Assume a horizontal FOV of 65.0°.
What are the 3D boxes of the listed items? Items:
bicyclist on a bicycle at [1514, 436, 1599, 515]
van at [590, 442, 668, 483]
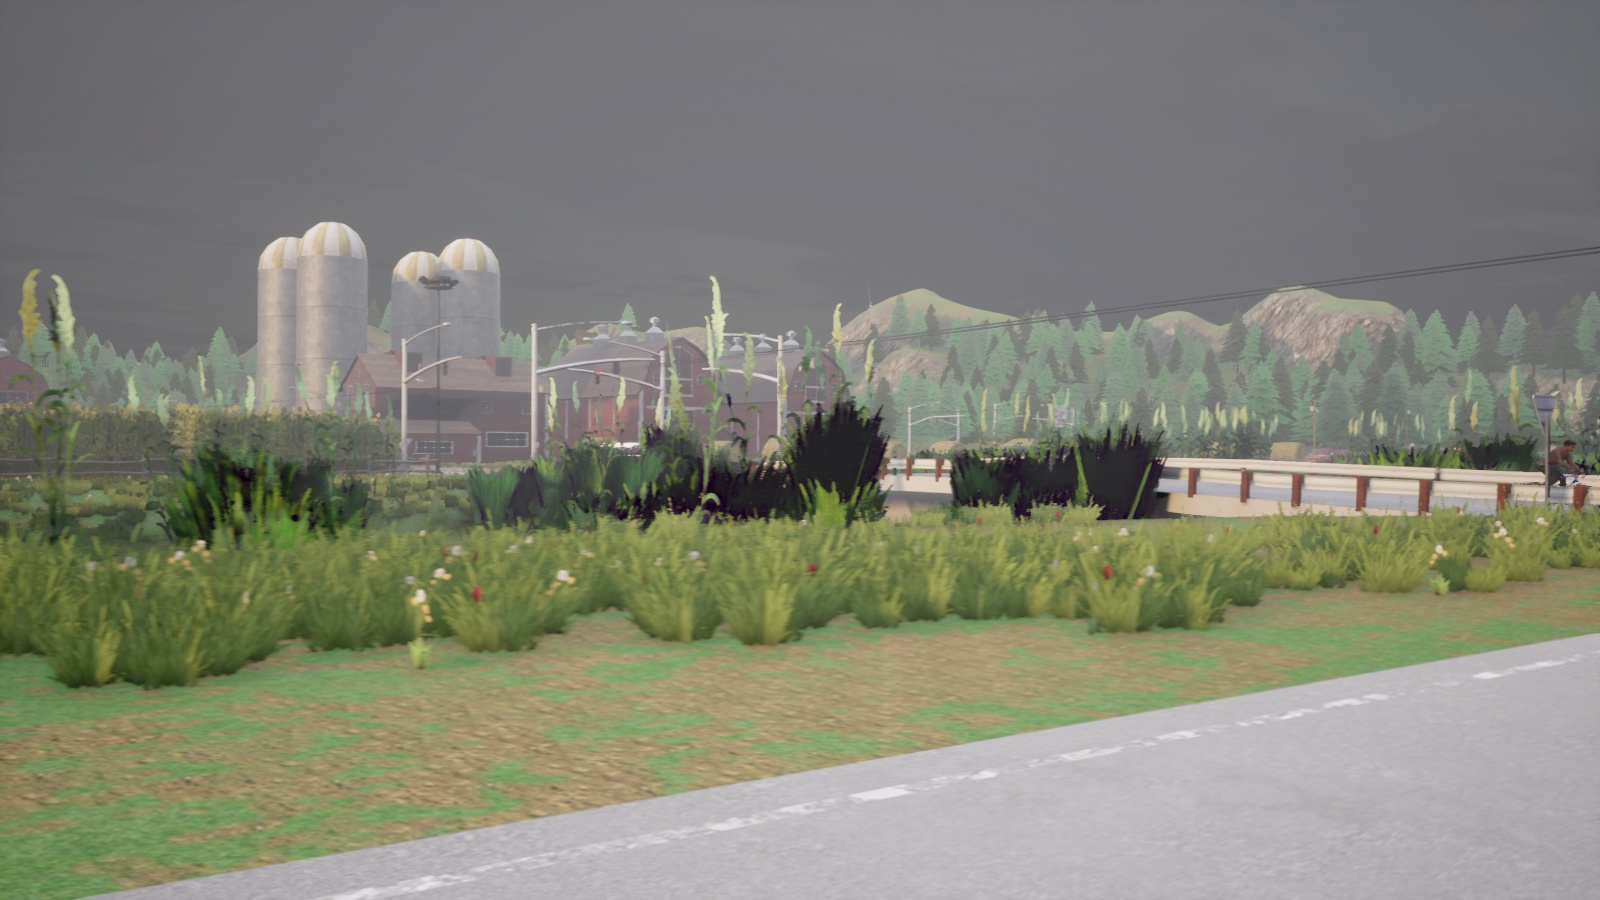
[{"bbox_3d":[16.496,0.528,27.228,0.582,1.620,1.656,0,1,-33],"label":"bicyclist on a bicycle"},{"bbox_3d":[-8.929,0.640,65.171,2.069,2.038,4.480,0,0,-37],"label":"van"}]
